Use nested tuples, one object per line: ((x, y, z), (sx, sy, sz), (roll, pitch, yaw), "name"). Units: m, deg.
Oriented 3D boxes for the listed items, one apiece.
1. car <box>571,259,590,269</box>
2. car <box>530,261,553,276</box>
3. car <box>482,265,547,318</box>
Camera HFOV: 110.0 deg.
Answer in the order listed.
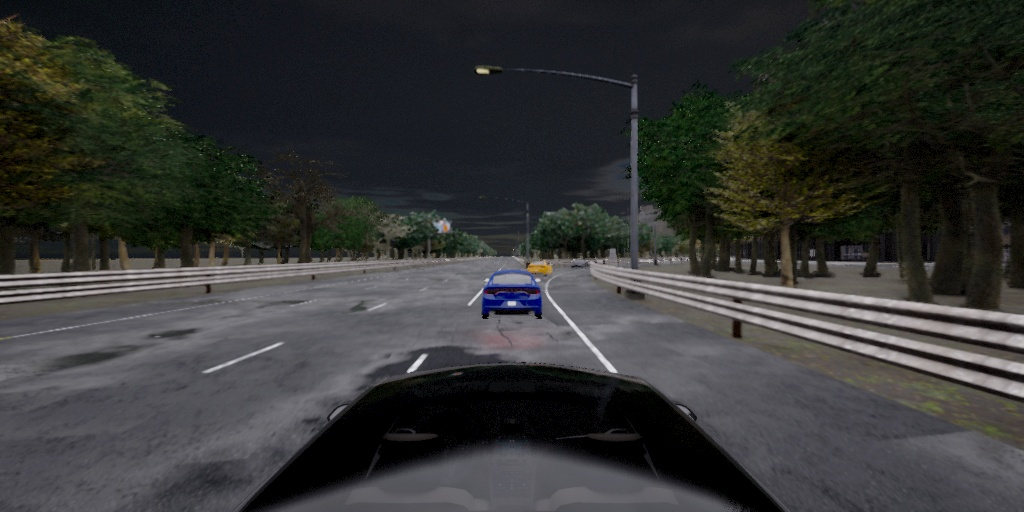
((10.804, 1.225, 55.750), (2.033, 1.411, 5.357), (0, 0, 29), "car")
((2.892, 1.205, 35.984), (1.882, 1.535, 5.008), (0, 0, 14), "car")
((0.023, 1.232, 12.861), (1.882, 1.535, 5.008), (0, 0, 1), "car")
